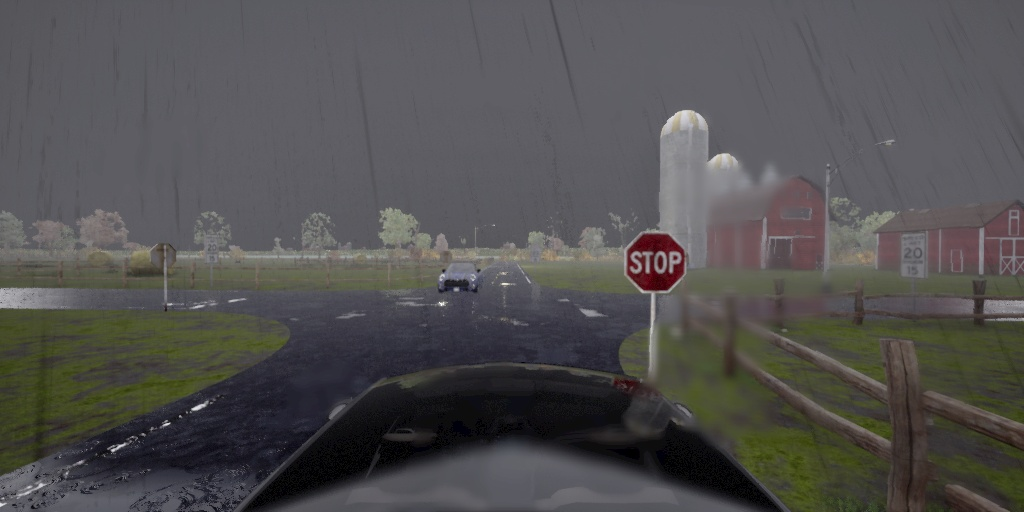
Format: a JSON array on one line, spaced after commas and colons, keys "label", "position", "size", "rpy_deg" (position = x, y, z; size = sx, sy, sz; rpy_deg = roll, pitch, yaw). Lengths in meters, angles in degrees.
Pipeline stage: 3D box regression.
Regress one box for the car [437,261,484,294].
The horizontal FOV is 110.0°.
[{"label": "car", "position": [-2.779, 1.088, 20.158], "size": [2.097, 1.767, 4.553], "rpy_deg": [0, 0, 0]}]
